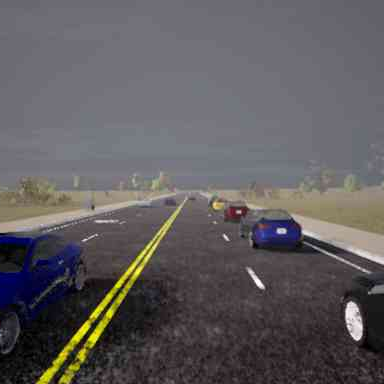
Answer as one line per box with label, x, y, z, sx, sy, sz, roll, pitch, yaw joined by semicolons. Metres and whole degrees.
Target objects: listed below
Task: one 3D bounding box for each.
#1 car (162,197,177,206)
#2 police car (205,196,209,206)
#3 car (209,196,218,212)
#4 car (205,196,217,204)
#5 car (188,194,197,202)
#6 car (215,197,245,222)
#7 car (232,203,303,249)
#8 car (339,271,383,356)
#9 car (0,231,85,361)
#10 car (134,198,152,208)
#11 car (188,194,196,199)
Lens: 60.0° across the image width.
car;-3.311;1.380;49.792;1.994;1.385;4.181;0;0;0
police car;3.254;1.331;47.380;2.038;1.542;4.974;0;0;0
car;3.254;1.325;36.569;1.801;1.575;5.366;0;0;0
car;3.255;1.380;58.409;1.895;1.301;4.718;0;0;0
car;0.007;1.261;68.039;2.033;1.411;5.357;0;0;0
car;3.253;1.414;25.409;2.163;1.488;4.792;0;0;0
car;3.251;1.453;14.409;2.163;1.488;4.792;0;0;0
car;3.251;1.492;3.380;1.837;1.490;4.892;0;0;0
car;-3.349;1.504;6.008;1.812;1.442;4.674;0;0;0
car;-6.582;1.437;44.662;1.895;1.301;4.718;0;0;0
car;0.008;1.099;86.510;1.895;1.301;4.718;0;0;0
